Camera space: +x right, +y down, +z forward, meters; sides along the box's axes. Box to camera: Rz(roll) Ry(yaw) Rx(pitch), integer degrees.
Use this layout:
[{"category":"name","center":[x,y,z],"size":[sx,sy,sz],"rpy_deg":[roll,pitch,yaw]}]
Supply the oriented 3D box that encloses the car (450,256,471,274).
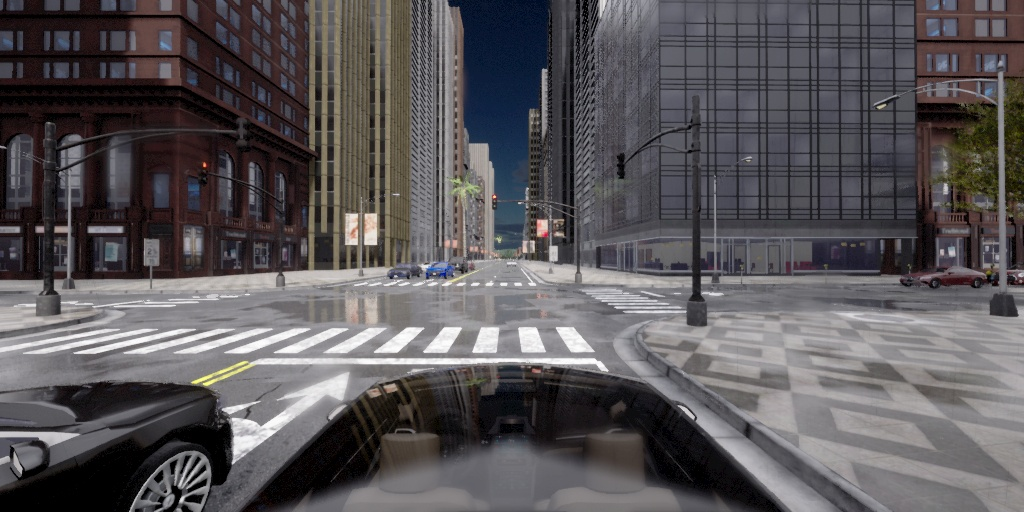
[{"category":"car","center":[-6.659,1.067,43.656],"size":[2.150,2.045,5.566],"rpy_deg":[0,0,0]}]

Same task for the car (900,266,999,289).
[{"category":"car","center":[26.435,1.275,21.994],"size":[4.207,1.307,1.802],"rpy_deg":[0,0,-1]}]

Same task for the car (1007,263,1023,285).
[{"category":"car","center":[32.073,1.117,22.090],"size":[4.097,1.591,1.967],"rpy_deg":[0,0,-1]}]

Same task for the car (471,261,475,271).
[{"category":"car","center":[-6.657,1.411,53.946],"size":[1.812,1.442,4.674],"rpy_deg":[0,0,0]}]

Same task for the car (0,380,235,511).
[{"category":"car","center":[-3.138,1.241,0.908],"size":[2.128,1.511,4.902],"rpy_deg":[0,0,-1]}]

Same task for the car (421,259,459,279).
[{"category":"car","center":[-6.643,1.291,33.548],"size":[1.882,1.535,5.008],"rpy_deg":[0,0,2]}]

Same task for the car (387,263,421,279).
[{"category":"car","center":[-9.863,1.361,33.518],"size":[2.033,1.411,5.357],"rpy_deg":[0,0,3]}]

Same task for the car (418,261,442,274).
[{"category":"car","center":[-9.913,1.371,43.705],"size":[1.812,1.442,4.674],"rpy_deg":[0,0,0]}]
